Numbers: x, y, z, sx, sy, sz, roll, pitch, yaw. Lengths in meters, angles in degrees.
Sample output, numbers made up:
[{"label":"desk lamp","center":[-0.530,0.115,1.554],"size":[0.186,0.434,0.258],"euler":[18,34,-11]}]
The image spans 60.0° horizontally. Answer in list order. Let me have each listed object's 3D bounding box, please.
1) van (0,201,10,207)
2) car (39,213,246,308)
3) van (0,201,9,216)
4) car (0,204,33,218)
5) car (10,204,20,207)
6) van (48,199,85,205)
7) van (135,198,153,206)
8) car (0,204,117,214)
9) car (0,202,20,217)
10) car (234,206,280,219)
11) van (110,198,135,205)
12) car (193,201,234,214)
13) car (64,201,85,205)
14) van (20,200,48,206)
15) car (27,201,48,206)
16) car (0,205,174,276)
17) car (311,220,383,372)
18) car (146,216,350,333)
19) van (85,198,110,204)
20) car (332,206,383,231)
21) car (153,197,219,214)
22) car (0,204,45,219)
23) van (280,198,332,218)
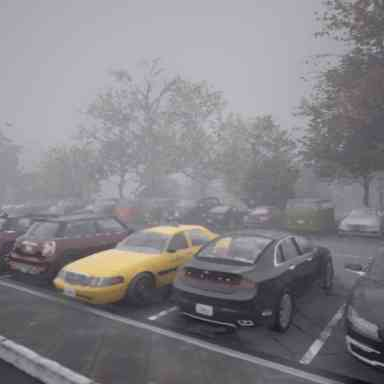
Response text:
[{"label":"van","center":[-12.021,1.493,16.676],"size":[1.878,1.987,4.442],"euler":[-1,0,36]},{"label":"car","center":[-0.774,1.561,8.536],"size":[1.946,1.575,5.366],"euler":[-1,0,36]},{"label":"van","center":[-26.653,2.182,43.531],"size":[1.878,1.987,4.442],"euler":[-2,-1,36]},{"label":"car","center":[-22.318,2.260,40.276],"size":[2.097,1.535,5.008],"euler":[-2,-1,36]},{"label":"car","center":[-17.713,2.107,36.977],"size":[2.231,1.521,4.892],"euler":[-2,-1,36]},{"label":"van","center":[-11.030,1.654,32.054],"size":[1.878,1.987,4.442],"euler":[-2,-1,36]},{"label":"van","center":[-2.001,1.460,25.875],"size":[1.878,1.987,4.442],"euler":[-1,0,36]},{"label":"car","center":[-5.200,1.501,11.895],"size":[2.185,1.767,4.553],"euler":[-1,0,36]},{"label":"car","center":[-24.486,2.207,41.796],"size":[2.185,1.767,4.553],"euler":[-2,-1,36]},{"label":"car","center":[4.790,1.632,20.865],"size":[2.002,1.452,4.674],"euler":[-1,0,36]},{"label":"van","center":[-4.152,1.490,27.415],"size":[1.878,1.987,4.442],"euler":[-1,0,36]},{"label":"car","center":[2.535,1.623,22.476],"size":[2.097,1.535,5.008],"euler":[-1,0,36]},{"label":"car","center":[-8.702,1.804,30.537],"size":[2.097,1.535,5.008],"euler":[-2,-1,36]},{"label":"van","center":[-15.396,1.805,35.469],"size":[1.878,1.987,4.442],"euler":[-2,-1,36]},{"label":"car","center":[-13.314,1.952,33.607],"size":[1.946,1.575,5.366],"euler":[-2,-1,36]},{"label":"car","center":[-2.943,1.470,10.279],"size":[2.185,1.767,4.553],"euler":[-1,0,36]},{"label":"car","center":[3.851,1.503,5.459],"size":[2.231,1.521,4.892],"euler":[-1,0,36]},{"label":"car","center":[1.587,1.534,7.066],"size":[2.231,1.521,4.892],"euler":[-1,0,36]},{"label":"van","center":[-6.648,1.522,28.916],"size":[1.878,1.987,4.442],"euler":[-1,-1,36]},{"label":"car","center":[9.195,1.572,17.716],"size":[2.002,1.452,4.674],"euler":[-1,0,36]},{"label":"car","center":[0.166,1.404,24.144],"size":[2.435,2.045,5.566],"euler":[-1,0,36]},{"label":"car","center":[-19.964,2.181,38.591],"size":[2.097,1.535,5.008],"euler":[-2,-1,36]},{"label":"van","center":[7.006,1.337,19.424],"size":[1.878,1.987,4.442],"euler":[-1,0,36]}]
